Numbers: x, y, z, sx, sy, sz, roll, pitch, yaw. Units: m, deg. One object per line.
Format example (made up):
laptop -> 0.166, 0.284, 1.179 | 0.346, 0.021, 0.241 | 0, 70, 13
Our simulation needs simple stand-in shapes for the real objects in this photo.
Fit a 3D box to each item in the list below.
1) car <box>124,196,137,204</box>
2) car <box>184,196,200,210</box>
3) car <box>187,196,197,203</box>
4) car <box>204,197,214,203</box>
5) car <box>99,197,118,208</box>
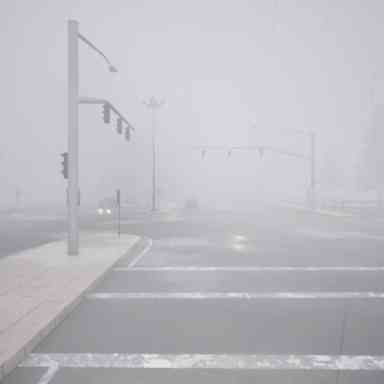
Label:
car -> -11.571, 1.530, 63.071 | 2.033, 1.411, 5.357 | 0, 0, 0
car -> -0.045, 1.513, 43.457 | 1.812, 1.442, 4.674 | 0, 0, 0
car -> -0.072, 1.545, 68.891 | 1.994, 1.385, 4.181 | 0, 0, 0
car -> 3.428, 1.582, 68.927 | 1.895, 1.301, 4.718 | 0, 0, 0
car -> -11.642, 1.478, 46.709 | 2.128, 1.511, 4.902 | 0, 0, 0
